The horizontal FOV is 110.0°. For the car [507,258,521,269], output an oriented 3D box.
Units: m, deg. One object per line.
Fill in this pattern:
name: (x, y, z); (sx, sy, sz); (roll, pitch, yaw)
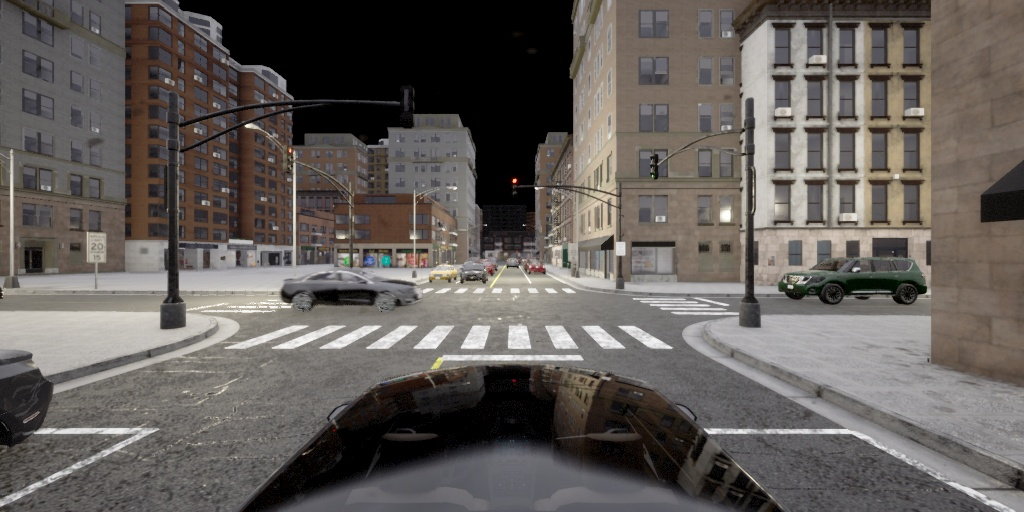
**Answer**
car: (0.121, 1.317, 58.549); (1.994, 1.385, 4.181); (0, 0, 1)

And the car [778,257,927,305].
car: (15.351, 1.056, 16.302); (5.566, 2.045, 2.150); (0, 0, -2)

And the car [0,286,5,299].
car: (-22.149, 1.154, 13.311); (4.892, 1.490, 1.837); (0, 0, 0)

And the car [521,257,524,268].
car: (2.659, 1.066, 45.480); (2.192, 1.841, 5.009); (0, 0, 0)

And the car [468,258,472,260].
car: (-5.366, 1.302, 45.485); (2.007, 1.370, 4.403); (0, 0, 0)

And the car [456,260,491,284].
car: (-2.815, 1.255, 27.230); (1.837, 1.490, 4.892); (0, 0, -1)

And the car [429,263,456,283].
car: (-5.375, 1.276, 28.329); (1.751, 1.417, 4.829); (0, 0, 0)

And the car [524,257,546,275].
car: (2.656, 1.191, 39.818); (1.967, 1.591, 4.097); (0, 0, 0)

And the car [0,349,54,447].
car: (-5.388, 1.300, 1.653); (2.007, 1.370, 4.403); (0, 0, 0)

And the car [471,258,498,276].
car: (-2.834, 1.229, 37.547); (1.882, 1.535, 5.008); (0, 0, 0)

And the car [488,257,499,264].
car: (-2.814, 1.257, 47.963); (1.837, 1.490, 4.892); (0, 0, 0)

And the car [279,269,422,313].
car: (-5.885, 1.224, 13.312); (4.902, 1.511, 2.128); (0, 0, 0)
